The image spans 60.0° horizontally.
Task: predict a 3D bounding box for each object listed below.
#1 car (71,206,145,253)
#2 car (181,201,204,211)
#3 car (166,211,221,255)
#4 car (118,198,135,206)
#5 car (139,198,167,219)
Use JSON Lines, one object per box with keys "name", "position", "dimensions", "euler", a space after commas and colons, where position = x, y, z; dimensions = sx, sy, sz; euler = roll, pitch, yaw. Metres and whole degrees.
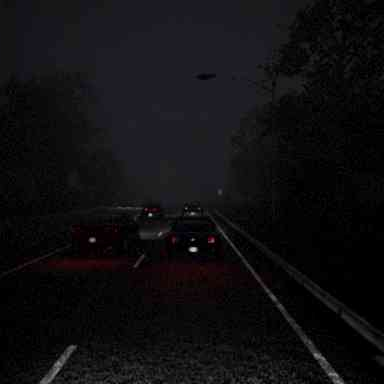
{"name": "car", "position": [-3.432, 1.536, 13.987], "dimensions": [1.882, 1.535, 5.008], "euler": [0, -1, 0]}
{"name": "car", "position": [0.071, 1.589, 29.891], "dimensions": [2.128, 1.511, 4.902], "euler": [0, 0, 0]}
{"name": "car", "position": [0.064, 1.658, 13.462], "dimensions": [1.895, 1.301, 4.718], "euler": [0, 0, 0]}
{"name": "car", "position": [-10.555, 1.702, 54.016], "dimensions": [2.033, 1.411, 5.357], "euler": [0, 0, 1]}
{"name": "car", "position": [-3.427, 1.604, 29.933], "dimensions": [1.837, 1.490, 4.892], "euler": [0, 0, 0]}
